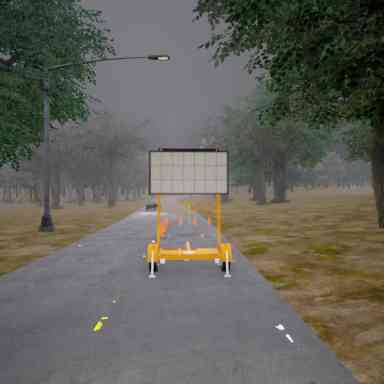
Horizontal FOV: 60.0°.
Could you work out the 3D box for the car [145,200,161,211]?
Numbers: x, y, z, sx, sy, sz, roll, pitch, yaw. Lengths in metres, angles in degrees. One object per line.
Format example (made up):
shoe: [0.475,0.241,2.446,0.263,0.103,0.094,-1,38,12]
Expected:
car: [-4.847,1.695,41.708,1.895,1.301,4.718,0,0,-5]

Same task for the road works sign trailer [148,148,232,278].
road works sign trailer: [-0.097,0.474,10.219,2.380,3.560,2.880,0,0,-2]
